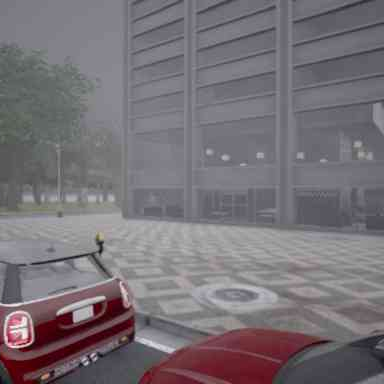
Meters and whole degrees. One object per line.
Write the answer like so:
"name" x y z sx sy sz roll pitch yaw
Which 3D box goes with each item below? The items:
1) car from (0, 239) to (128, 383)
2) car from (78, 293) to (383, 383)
"car" -2.840 1.434 4.978 4.097 1.590 1.967 0 0 35
"car" 1.592 1.545 1.830 4.507 1.381 1.887 0 0 35
